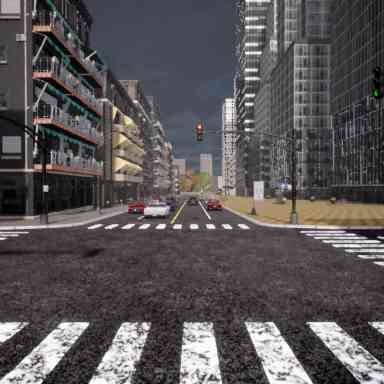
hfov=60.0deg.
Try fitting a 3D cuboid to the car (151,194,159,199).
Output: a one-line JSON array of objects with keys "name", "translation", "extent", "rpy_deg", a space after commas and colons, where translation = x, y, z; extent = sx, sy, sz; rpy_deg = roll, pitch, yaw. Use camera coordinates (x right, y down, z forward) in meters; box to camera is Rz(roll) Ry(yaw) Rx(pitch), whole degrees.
[{"name": "car", "translation": [-5.652, 1.436, 41.066], "extent": [1.967, 1.590, 4.097], "rpy_deg": [-1, 0, 0]}]

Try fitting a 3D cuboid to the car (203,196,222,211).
[{"name": "car", "translation": [2.697, 1.541, 41.113], "extent": [1.887, 1.381, 4.507], "rpy_deg": [-1, 0, 0]}]

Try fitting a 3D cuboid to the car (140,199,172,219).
[{"name": "car", "translation": [-3.063, 1.597, 29.467], "extent": [1.895, 1.301, 4.718], "rpy_deg": [0, 0, 0]}]

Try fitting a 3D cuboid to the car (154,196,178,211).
[{"name": "car", "translation": [-3.039, 1.560, 39.528], "extent": [1.994, 1.385, 4.181], "rpy_deg": [0, 0, 1]}]

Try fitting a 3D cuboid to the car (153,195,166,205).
[{"name": "car", "translation": [-5.631, 1.439, 58.013], "extent": [1.967, 1.590, 4.097], "rpy_deg": [-1, 0, 0]}]

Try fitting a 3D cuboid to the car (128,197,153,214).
[{"name": "car", "translation": [-5.657, 1.540, 35.417], "extent": [1.887, 1.381, 4.507], "rpy_deg": [-1, 0, 0]}]

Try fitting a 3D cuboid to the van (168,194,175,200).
[{"name": "van", "translation": [-5.590, 1.351, 91.906], "extent": [1.690, 1.788, 3.998], "rpy_deg": [-1, 0, 0]}]

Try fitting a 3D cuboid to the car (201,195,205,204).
[{"name": "car", "translation": [2.725, 1.551, 63.709], "extent": [2.008, 1.369, 4.403], "rpy_deg": [-1, 0, 0]}]

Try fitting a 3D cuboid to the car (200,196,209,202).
[{"name": "car", "translation": [2.739, 1.548, 75.007], "extent": [1.887, 1.381, 4.507], "rpy_deg": [-1, 0, 0]}]

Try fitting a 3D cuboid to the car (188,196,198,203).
[{"name": "car", "translation": [0.194, 1.603, 69.720], "extent": [1.895, 1.301, 4.718], "rpy_deg": [0, 0, 0]}]

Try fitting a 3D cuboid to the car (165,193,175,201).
[{"name": "car", "translation": [-5.598, 1.322, 86.258], "extent": [2.192, 1.841, 5.009], "rpy_deg": [-1, 0, 0]}]

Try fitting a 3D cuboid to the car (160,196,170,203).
[{"name": "car", "translation": [-5.615, 1.584, 69.311], "extent": [1.802, 1.307, 4.206], "rpy_deg": [-1, 0, 0]}]

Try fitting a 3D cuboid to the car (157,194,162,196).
[{"name": "car", "translation": [-5.639, 1.313, 52.365], "extent": [2.192, 1.841, 5.009], "rpy_deg": [-1, 0, 0]}]

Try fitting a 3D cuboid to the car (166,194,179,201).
[{"name": "car", "translation": [-3.027, 1.502, 49.709], "extent": [1.837, 1.490, 4.892], "rpy_deg": [0, 0, 0]}]

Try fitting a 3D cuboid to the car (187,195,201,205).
[{"name": "car", "translation": [0.167, 1.524, 56.835], "extent": [1.812, 1.442, 4.674], "rpy_deg": [0, 0, 0]}]

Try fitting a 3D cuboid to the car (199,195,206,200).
[{"name": "car", "translation": [2.760, 1.535, 92.125], "extent": [1.752, 1.417, 4.829], "rpy_deg": [-1, 0, 0]}]
